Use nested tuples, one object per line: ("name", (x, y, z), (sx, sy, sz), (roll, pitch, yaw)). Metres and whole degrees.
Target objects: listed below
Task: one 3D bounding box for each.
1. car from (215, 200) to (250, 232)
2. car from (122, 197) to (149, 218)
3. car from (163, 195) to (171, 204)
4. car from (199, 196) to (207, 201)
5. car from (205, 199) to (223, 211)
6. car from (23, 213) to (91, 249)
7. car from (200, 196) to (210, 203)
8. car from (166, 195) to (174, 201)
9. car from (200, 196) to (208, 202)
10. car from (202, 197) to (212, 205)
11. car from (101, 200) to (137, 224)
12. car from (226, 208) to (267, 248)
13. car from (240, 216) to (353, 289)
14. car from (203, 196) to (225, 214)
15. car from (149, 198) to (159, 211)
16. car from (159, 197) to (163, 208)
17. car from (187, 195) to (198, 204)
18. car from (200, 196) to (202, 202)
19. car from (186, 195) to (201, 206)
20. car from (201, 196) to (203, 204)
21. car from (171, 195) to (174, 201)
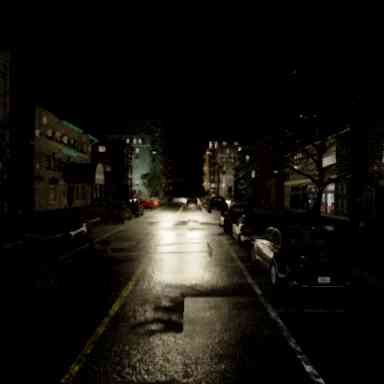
("car", (2.712, 1.472, 20.050), (1.967, 1.590, 4.097), (1, 0, 0))
("car", (-5.660, 1.365, 31.123), (2.192, 1.841, 5.009), (1, 0, 0))
("car", (-5.709, 1.641, 65.796), (1.752, 1.417, 4.829), (1, 0, 0))
("car", (2.885, 1.748, 88.945), (1.802, 1.307, 4.206), (0, 0, 0))
("car", (2.725, 1.637, 42.181), (1.947, 1.339, 4.313), (1, 0, 0))
("car", (-5.673, 1.605, 14.524), (1.802, 1.307, 4.206), (1, 0, 0))
("car", (2.845, 1.681, 72.399), (2.008, 1.369, 4.403), (0, 0, 0))
("car", (-5.755, 1.603, 87.850), (1.967, 1.590, 4.097), (1, 0, 0))
("car", (2.879, 1.712, 79.943), (1.947, 1.339, 4.313), (0, 0, 0))
("car", (2.800, 1.638, 64.178), (1.752, 1.417, 4.829), (0, 0, 0))
("car", (-5.665, 1.566, 25.419), (1.752, 1.417, 4.829), (1, 0, 0))
("car", (2.707, 1.605, 14.516), (1.802, 1.307, 4.206), (1, 0, 0))
("car", (2.704, 1.565, 8.983), (2.008, 1.369, 4.403), (1, 0, 0))
("car", (2.724, 1.376, 36.649), (2.192, 1.841, 5.009), (1, 0, 0))
("car", (-5.655, 1.652, 42.188), (1.802, 1.307, 4.206), (1, 0, 0))
("car", (-5.650, 1.521, 47.721), (1.967, 1.590, 4.097), (1, 0, 0))
("car", (0.043, 1.464, 65.394), (2.097, 1.767, 4.553), (0, 0, 0))
("car", (2.740, 1.636, 52.941), (1.887, 1.381, 4.507), (1, 0, 0))
("car", (0.037, 1.599, 55.004), (1.837, 1.490, 4.892), (0, 0, 0))
("car", (2.729, 1.647, 47.714), (1.947, 1.339, 4.313), (1, 0, 0))
("car", (-5.756, 1.690, 77.031), (2.008, 1.369, 4.403), (1, 0, 0))
